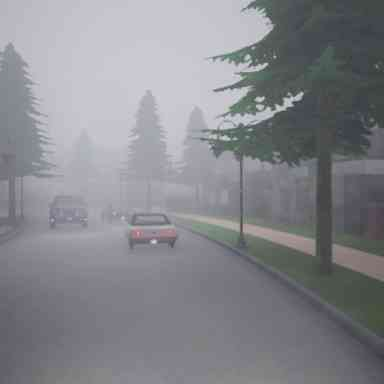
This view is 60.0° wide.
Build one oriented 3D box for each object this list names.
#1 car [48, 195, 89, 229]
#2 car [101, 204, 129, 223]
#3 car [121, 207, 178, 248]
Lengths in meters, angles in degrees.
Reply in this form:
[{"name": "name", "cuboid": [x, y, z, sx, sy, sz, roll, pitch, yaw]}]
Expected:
[{"name": "car", "cuboid": [-8.147, 1.197, 21.920, 2.150, 2.045, 5.566, 0, 0, -22]}, {"name": "car", "cuboid": [-5.761, 1.560, 25.523, 1.895, 1.301, 4.718, 0, 0, -24]}, {"name": "car", "cuboid": [-1.965, 1.573, 14.669, 1.895, 1.301, 4.718, 0, 0, -14]}]
